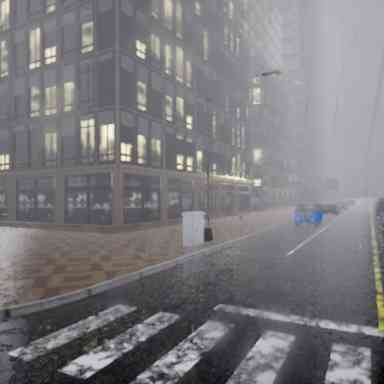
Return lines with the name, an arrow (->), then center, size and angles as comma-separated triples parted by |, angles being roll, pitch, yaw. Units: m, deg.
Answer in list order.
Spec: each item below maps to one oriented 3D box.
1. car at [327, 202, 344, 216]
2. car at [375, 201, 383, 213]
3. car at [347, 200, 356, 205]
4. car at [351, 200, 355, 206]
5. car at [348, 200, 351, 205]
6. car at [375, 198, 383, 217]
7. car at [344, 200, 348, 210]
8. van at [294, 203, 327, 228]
car -> 16.652, 2.086, 39.672 | 1.947, 1.339, 4.313 | -1, -1, 28
car -> 26.124, 1.983, 45.350 | 1.882, 1.535, 5.008 | -1, -1, 28
car -> 40.120, 2.601, 83.654 | 1.802, 1.307, 4.206 | -1, -1, 28
car -> 34.905, 2.491, 73.880 | 1.802, 1.307, 4.206 | -1, -1, 28
car -> 24.475, 2.269, 54.332 | 1.802, 1.307, 4.206 | -1, -1, 28
car -> 21.250, 1.622, 36.160 | 2.150, 2.045, 5.566 | -1, -1, 28
car -> 19.259, 2.127, 44.559 | 2.008, 1.369, 4.403 | -1, -1, 28
van -> 8.828, 1.693, 25.015 | 1.690, 1.788, 3.998 | -1, -1, 28
